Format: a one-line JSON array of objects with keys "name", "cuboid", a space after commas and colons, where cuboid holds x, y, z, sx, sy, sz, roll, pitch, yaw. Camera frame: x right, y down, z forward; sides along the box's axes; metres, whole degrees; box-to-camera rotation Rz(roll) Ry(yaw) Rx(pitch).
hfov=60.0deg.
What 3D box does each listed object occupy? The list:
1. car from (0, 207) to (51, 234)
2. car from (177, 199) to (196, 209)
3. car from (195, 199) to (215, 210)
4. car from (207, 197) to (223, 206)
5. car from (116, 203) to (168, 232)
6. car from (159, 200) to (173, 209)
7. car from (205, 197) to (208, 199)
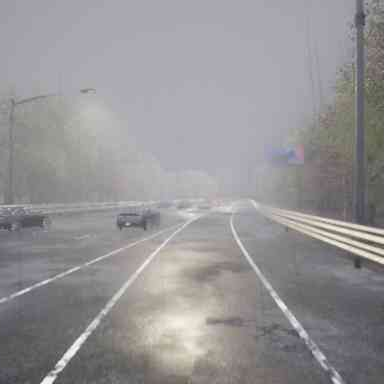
[{"name": "car", "cuboid": [-10.688, 1.640, 20.470, 2.128, 1.511, 4.902, 0, -1, 9]}, {"name": "car", "cuboid": [-1.217, 2.245, 57.135, 2.033, 1.411, 5.357, 0, -1, 9]}, {"name": "car", "cuboid": [2.235, 2.310, 56.559, 1.895, 1.301, 4.718, 0, -1, 9]}, {"name": "car", "cuboid": [5.365, 2.345, 75.918, 2.097, 1.767, 4.553, 0, -1, 9]}, {"name": "car", "cuboid": [-3.367, 1.702, 21.896, 2.128, 1.511, 4.902, 0, -1, 9]}, {"name": "car", "cuboid": [-4.658, 2.179, 57.778, 2.128, 1.511, 4.902, 0, -1, 9]}, {"name": "car", "cuboid": [4.814, 2.480, 94.440, 2.150, 2.045, 5.566, 0, -1, 9]}]
